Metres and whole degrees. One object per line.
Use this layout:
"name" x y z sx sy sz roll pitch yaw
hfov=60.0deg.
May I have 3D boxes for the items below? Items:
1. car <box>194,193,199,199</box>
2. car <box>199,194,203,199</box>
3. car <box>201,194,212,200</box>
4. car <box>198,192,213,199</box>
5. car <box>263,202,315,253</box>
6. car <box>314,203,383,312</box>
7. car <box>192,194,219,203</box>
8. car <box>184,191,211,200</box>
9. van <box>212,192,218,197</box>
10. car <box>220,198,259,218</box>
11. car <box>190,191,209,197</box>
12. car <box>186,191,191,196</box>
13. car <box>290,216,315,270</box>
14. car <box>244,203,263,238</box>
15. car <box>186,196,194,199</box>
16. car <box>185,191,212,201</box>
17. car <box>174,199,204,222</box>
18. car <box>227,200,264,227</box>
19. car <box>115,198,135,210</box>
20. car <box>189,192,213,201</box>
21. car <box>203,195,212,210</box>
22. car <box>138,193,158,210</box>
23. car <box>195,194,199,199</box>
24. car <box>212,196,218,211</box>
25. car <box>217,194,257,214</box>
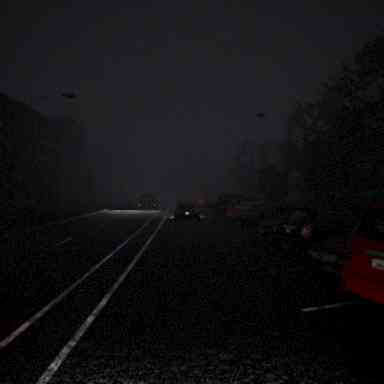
"car" 3.345 1.404 53.395 4.892 1.521 2.231 1 1 -24
"car" 4.101 1.411 44.578 5.366 1.575 1.946 1 0 -24
"car" 4.099 1.412 41.537 5.008 1.535 2.097 1 0 -23
"car" 3.774 1.286 47.474 4.553 1.767 2.185 1 0 -24
"car" 5.179 1.321 11.839 4.553 1.767 2.185 1 0 -21
"car" 5.317 1.214 5.918 5.566 2.045 2.435 1 0 -21
"car" 2.608 1.194 62.279 4.553 1.767 2.185 0 1 -25
"car" 1.250 0.744 77.101 5.566 2.045 2.435 0 1 -26
"van" 4.671 1.190 32.685 4.442 1.987 1.878 1 0 -23
"car" 4.904 1.423 23.729 5.008 1.535 2.097 1 0 -22
"car" 3.142 1.134 56.378 5.566 2.045 2.435 0 0 -25
"car" 2.354 1.020 65.236 5.566 2.045 2.435 0 1 -25
"car" 5.258 1.495 8.873 4.674 1.452 2.002 1 0 -21
"car" 5.162 1.441 14.813 4.892 1.521 2.231 1 0 -21
"car" -1.150 1.533 41.616 1.895 1.301 4.718 0 0 -3
"car" 1.507 0.819 74.110 5.566 2.045 2.435 0 2 -26
"car" -0.419 1.501 26.017 1.994 1.385 4.181 0 0 -2
"car" 4.974 1.457 20.746 4.792 1.488 2.163 1 0 -22
"car" -8.304 1.470 41.644 1.812 1.442 4.674 0 0 -3
"car" 1.852 1.019 71.188 4.553 1.767 2.185 0 2 -26
"car" 4.278 1.413 38.565 5.008 1.535 2.097 1 0 -23
"car" -5.546 1.162 42.474 2.150 2.045 5.566 0 0 -3
"car" 3.541 1.410 50.432 5.008 1.535 2.097 1 0 -24
"car" 4.698 1.416 29.662 5.008 1.535 2.097 1 0 -23
"car" 4.775 1.293 26.690 4.553 1.767 2.185 1 0 -22
